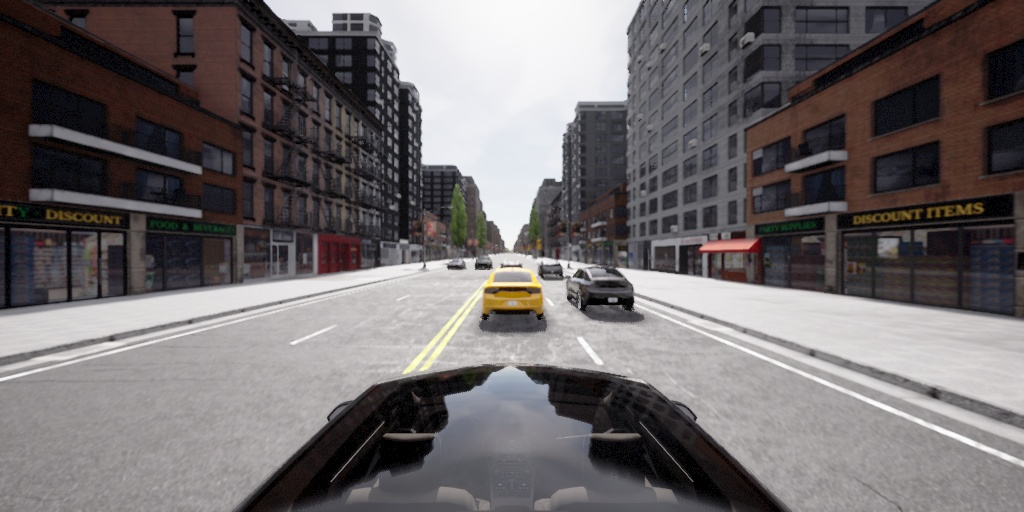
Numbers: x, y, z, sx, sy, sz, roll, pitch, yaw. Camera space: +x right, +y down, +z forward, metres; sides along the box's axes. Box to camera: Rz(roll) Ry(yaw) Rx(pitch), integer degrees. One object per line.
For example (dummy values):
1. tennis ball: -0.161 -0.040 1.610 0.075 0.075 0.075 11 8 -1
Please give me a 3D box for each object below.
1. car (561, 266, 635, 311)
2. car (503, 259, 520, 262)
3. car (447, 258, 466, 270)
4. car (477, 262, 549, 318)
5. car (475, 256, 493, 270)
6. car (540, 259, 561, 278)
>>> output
1. car: 3.276 1.165 14.045 1.837 1.490 4.892 0 0 0
2. car: -0.048 1.032 30.747 2.128 1.511 4.902 0 0 0
3. car: -6.789 0.989 44.498 2.033 1.411 5.357 0 0 0
4. car: 0.028 1.150 12.571 1.882 1.535 5.008 0 1 0
5. car: -3.537 0.783 45.529 2.097 1.767 4.553 0 1 0
6. car: 3.206 1.031 30.753 2.128 1.511 4.902 0 0 0
